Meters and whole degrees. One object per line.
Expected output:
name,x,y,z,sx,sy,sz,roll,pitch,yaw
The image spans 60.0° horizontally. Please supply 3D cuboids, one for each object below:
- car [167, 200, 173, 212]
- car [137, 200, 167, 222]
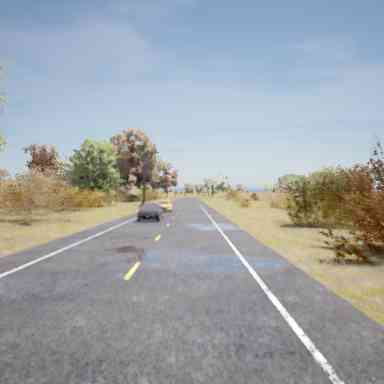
car,-3.501,1.791,42.545,1.882,1.535,5.008,0,0,0
car,-3.501,1.668,28.745,1.882,1.535,5.008,0,0,0
